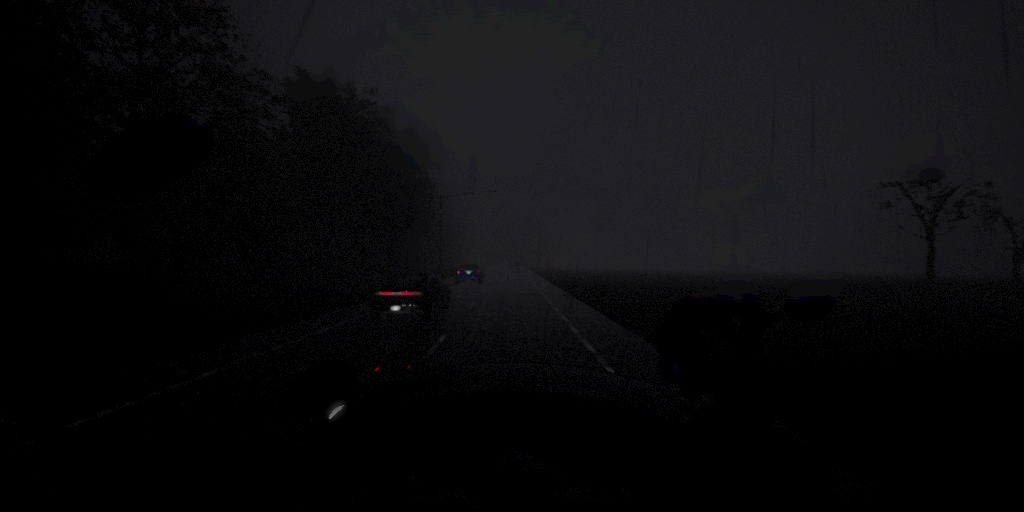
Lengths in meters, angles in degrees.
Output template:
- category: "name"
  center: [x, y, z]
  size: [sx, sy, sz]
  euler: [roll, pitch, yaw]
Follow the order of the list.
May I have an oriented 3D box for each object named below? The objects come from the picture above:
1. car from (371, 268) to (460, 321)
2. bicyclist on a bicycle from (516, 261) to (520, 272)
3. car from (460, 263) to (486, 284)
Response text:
- category: "car"
  center: [-3.401, 1.342, 12.897]
  size: [2.128, 1.511, 4.902]
  euler: [0, -1, 0]
- category: "bicyclist on a bicycle"
  center: [0.959, 1.679, 54.644]
  size: [0.582, 1.620, 1.656]
  euler: [0, -1, 0]
- category: "car"
  center: [-3.405, 1.358, 30.253]
  size: [2.097, 1.767, 4.553]
  euler: [0, -1, 0]
